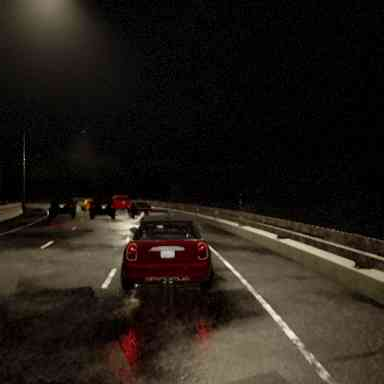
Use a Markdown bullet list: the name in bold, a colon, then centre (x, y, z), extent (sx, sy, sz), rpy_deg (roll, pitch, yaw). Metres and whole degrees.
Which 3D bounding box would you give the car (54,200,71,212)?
- **car**: centre (-17.183, 1.805, 43.976), extent (1.837, 1.490, 4.892), rpy_deg (0, 0, -24)

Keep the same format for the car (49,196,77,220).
- **car**: centre (-12.040, 1.424, 31.121), extent (2.150, 2.045, 5.566), rpy_deg (0, -2, -18)

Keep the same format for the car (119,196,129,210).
- **car**: centre (-9.771, 1.519, 44.705), extent (2.150, 2.045, 5.566), rpy_deg (0, 0, -25)

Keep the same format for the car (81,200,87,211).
- **car**: centre (-13.955, 1.783, 45.360), extent (1.882, 1.535, 5.008), rpy_deg (0, 0, -25)

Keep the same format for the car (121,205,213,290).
- **car**: centre (-0.712, 1.413, 9.474), extent (2.097, 1.767, 4.553), rpy_deg (0, 0, -5)

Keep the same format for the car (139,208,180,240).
- **car**: centre (-1.942, 1.686, 18.547), extent (1.994, 1.385, 4.181), rpy_deg (0, 0, -10)

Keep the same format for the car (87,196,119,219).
- **car**: centre (-8.632, 1.437, 31.887), extent (2.150, 2.045, 5.566), rpy_deg (0, 0, -18)

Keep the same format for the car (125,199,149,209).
- **car**: centre (-4.991, 1.707, 31.722), extent (1.837, 1.490, 4.892), rpy_deg (0, -2, -16)
